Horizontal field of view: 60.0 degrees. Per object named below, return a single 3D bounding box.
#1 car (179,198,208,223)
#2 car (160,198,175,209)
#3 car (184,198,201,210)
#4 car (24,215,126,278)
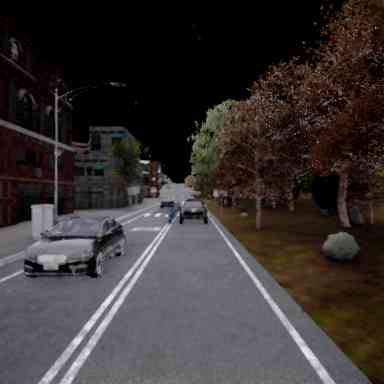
[{"bbox_3d":[0.103,1.384,26.264,2.097,1.767,4.553,0,0,0],"label":"car"},{"bbox_3d":[-3.386,1.556,46.180,2.033,1.411,5.357,0,0,0],"label":"car"},{"bbox_3d":[0.056,1.563,44.165,2.033,1.411,5.357,0,0,0],"label":"car"},{"bbox_3d":[-3.326,1.514,10.320,2.128,1.511,4.902,0,0,0],"label":"car"}]
